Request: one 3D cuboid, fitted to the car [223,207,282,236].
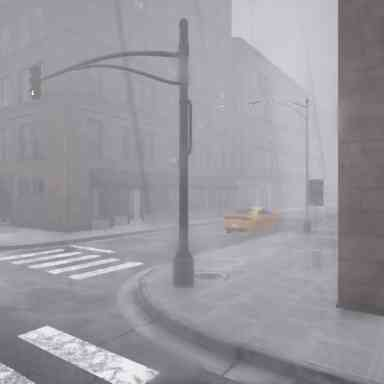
[{"bbox_3d":[3.660,1.598,19.486,1.882,1.535,5.008,0,0,35],"label":"car"}]
